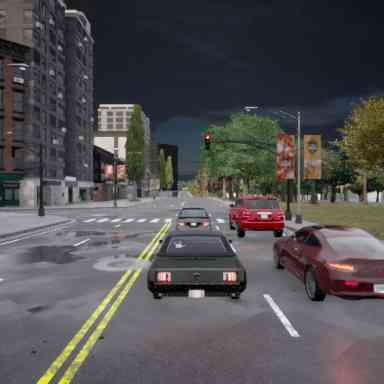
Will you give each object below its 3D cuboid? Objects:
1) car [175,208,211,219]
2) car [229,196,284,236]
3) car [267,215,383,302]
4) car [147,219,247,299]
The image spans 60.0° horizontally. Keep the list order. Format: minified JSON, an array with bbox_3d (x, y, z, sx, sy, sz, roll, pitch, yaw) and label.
[{"bbox_3d":[0.072,1.544,17.983,2.033,1.411,5.357,0,0,0],"label":"car"},{"bbox_3d":[3.321,1.218,17.942,2.150,2.045,5.566,0,0,0],"label":"car"},{"bbox_3d":[3.340,1.524,8.129,1.812,1.442,4.674,0,0,0],"label":"car"},{"bbox_3d":[0.087,1.599,8.390,1.895,1.301,4.718,0,0,0],"label":"car"}]
